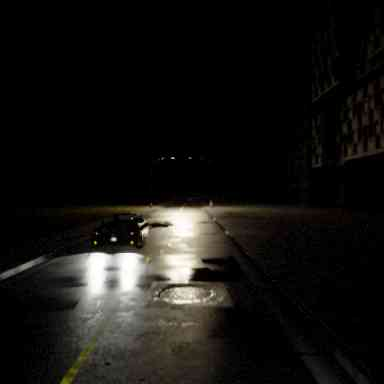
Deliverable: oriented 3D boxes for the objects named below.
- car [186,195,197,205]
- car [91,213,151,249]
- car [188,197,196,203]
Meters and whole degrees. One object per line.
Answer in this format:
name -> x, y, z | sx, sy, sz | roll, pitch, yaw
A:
car -> -0.098, 1.686, 71.386 | 2.150, 2.045, 5.566 | 0, 0, 0
car -> -3.028, 1.660, 14.863 | 1.994, 1.385, 4.181 | 0, 0, 0
car -> -0.113, 1.953, 81.806 | 1.895, 1.301, 4.718 | 0, 0, 0
